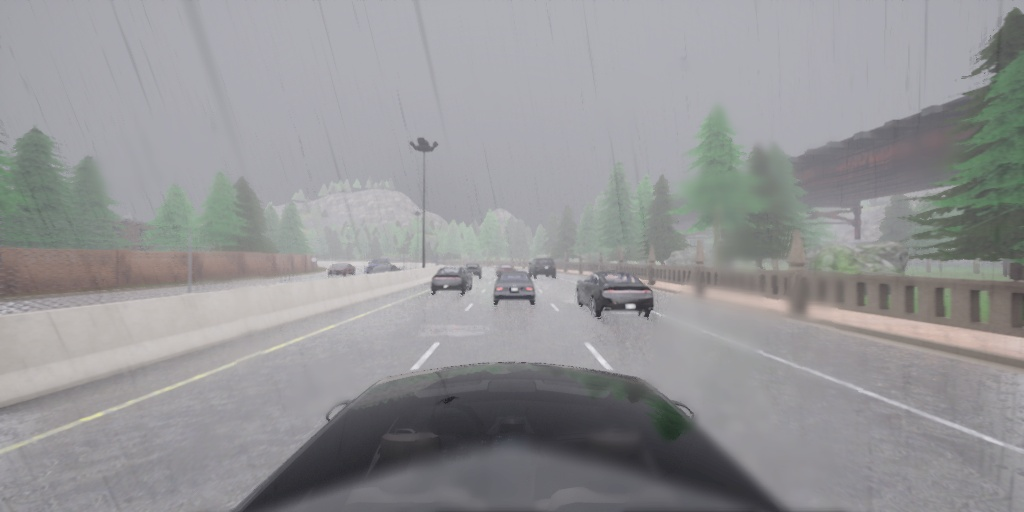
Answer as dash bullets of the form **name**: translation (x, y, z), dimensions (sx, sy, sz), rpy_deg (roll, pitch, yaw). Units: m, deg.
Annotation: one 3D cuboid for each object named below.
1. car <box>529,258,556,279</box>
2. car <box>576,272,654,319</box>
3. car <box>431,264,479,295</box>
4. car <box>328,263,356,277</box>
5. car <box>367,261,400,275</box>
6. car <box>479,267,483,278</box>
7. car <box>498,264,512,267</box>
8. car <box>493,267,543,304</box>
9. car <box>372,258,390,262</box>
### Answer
- **car**: translation (2.995, 1.229, 36.442), dimensions (2.150, 2.045, 5.566), rpy_deg (0, 0, -5)
- **car**: translation (3.598, 1.327, 13.287), dimensions (2.128, 1.511, 4.902), rpy_deg (0, 0, 0)
- **car**: translation (-3.402, 1.384, 20.893), dimensions (2.128, 1.511, 4.902), rpy_deg (0, 0, 0)
- **car**: translation (-18.742, 1.510, 39.677), dimensions (1.882, 1.535, 5.008), rpy_deg (0, -1, -9)
- **car**: translation (-10.807, 1.468, 30.419), dimensions (1.837, 1.490, 4.892), rpy_deg (0, 0, -3)
- **car**: translation (-4.155, 1.520, 37.359), dimensions (1.837, 1.490, 4.892), rpy_deg (0, 0, -6)
- **car**: translation (-0.750, 1.547, 38.265), dimensions (1.812, 1.442, 4.674), rpy_deg (0, 0, -7)
- **car**: translation (0.100, 1.411, 16.937), dimensions (2.033, 1.411, 5.357), rpy_deg (0, 0, 0)
- **car**: translation (-15.727, 1.280, 42.934), dimensions (2.150, 2.045, 5.566), rpy_deg (0, -1, -11)
